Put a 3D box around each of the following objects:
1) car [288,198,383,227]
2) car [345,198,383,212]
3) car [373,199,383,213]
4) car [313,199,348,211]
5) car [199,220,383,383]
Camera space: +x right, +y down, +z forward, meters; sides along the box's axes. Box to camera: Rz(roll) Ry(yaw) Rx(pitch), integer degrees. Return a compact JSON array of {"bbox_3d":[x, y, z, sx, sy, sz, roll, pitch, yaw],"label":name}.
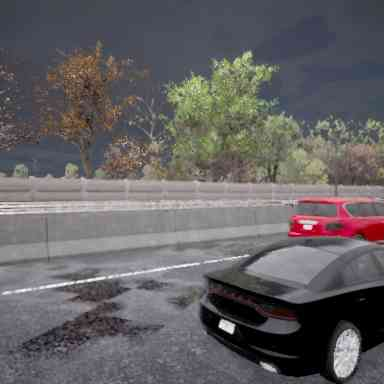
[{"bbox_3d":[5.908,1.228,12.262,5.566,2.045,2.150,0,0,-35],"label":"car"},{"bbox_3d":[20.989,1.535,40.434,4.902,1.511,2.128,0,0,-35],"label":"car"},{"bbox_3d":[22.230,1.568,37.024,4.674,1.442,1.812,0,0,-35],"label":"car"},{"bbox_3d":[17.740,1.643,42.421,4.718,1.301,1.895,0,0,-35],"label":"car"},{"bbox_3d":[2.434,1.478,5.482,5.008,1.535,1.882,0,0,-35],"label":"car"}]
